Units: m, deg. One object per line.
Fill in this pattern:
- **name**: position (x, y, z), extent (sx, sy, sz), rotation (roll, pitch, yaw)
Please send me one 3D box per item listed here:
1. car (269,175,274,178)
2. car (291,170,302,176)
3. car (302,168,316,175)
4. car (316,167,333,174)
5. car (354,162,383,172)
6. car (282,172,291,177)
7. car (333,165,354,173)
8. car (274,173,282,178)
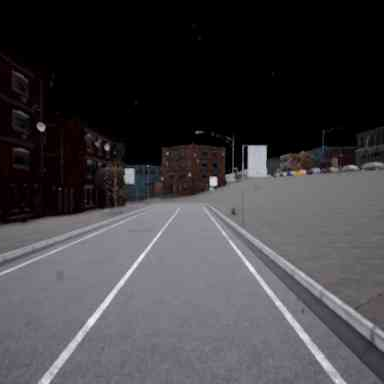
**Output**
- **car**: position (21.744, -3.952, 84.121), extent (2.231, 1.521, 4.892), rotation (0, 1, -1)
- **car**: position (22.456, -3.695, 67.524), extent (2.097, 1.535, 5.008), rotation (0, 1, -4)
- **car**: position (22.923, -3.726, 62.018), extent (2.185, 1.767, 4.553), rotation (0, 1, -5)
- **car**: position (23.543, -3.473, 56.327), extent (2.163, 1.488, 4.792), rotation (0, 1, -6)
- **car**: position (25.048, -3.313, 45.491), extent (2.231, 1.521, 4.892), rotation (0, 1, -9)
- **car**: position (22.104, -3.750, 73.061), extent (2.002, 1.452, 4.674), rotation (0, 1, -2)
- **car**: position (24.244, -3.368, 50.853), extent (2.002, 1.452, 4.674), rotation (0, 1, -7)
- **car**: position (21.872, -3.880, 78.603), extent (2.231, 1.521, 4.892), rotation (0, 1, -1)
